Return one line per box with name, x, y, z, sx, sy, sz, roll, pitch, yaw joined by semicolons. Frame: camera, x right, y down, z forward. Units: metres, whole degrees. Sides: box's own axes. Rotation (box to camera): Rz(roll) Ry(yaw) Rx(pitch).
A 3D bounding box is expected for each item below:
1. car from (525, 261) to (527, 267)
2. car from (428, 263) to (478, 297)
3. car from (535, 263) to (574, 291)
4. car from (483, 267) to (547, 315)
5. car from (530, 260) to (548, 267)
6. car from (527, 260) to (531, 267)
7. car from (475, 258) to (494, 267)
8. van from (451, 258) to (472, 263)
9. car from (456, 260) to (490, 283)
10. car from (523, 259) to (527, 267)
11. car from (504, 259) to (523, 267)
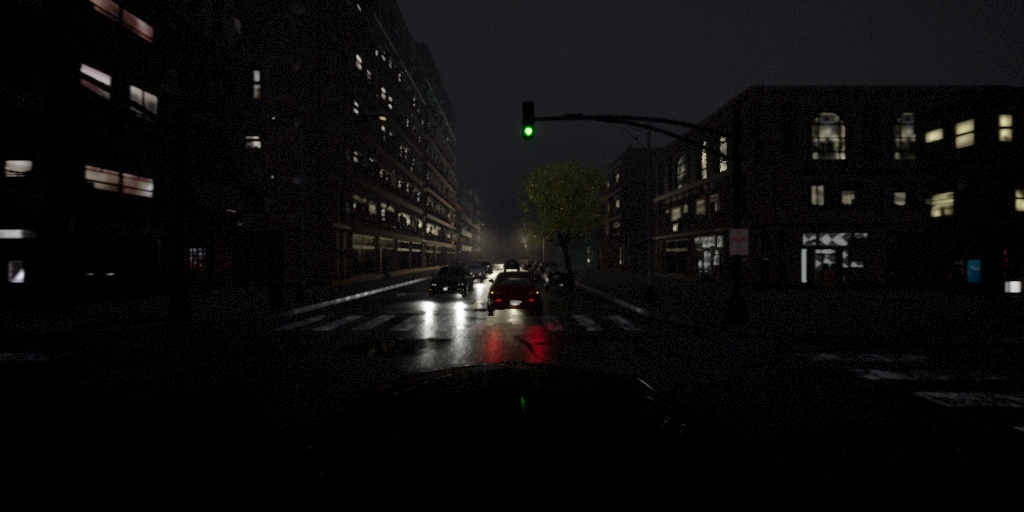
car;2.686;1.400;38.819;1.802;1.307;4.207;0;0;0
car;-3.092;1.282;19.058;1.837;1.490;4.892;0;0;0
car;2.688;1.333;21.728;2.007;1.370;4.403;0;0;0
car;0.086;1.293;13.501;1.812;1.442;4.674;0;0;0
car;2.688;1.234;27.425;1.967;1.591;4.097;0;0;0
car;2.687;1.246;33.121;1.967;1.591;4.097;0;0;0
car;-3.075;1.324;39.417;1.837;1.490;4.892;0;0;0
van;-5.695;1.158;38.819;1.690;1.789;3.998;0;0;0
car;-3.085;1.323;29.000;1.812;1.442;4.674;0;0;0
car;2.685;1.397;50.212;2.007;1.370;4.403;0;0;0
car;-0.005;1.194;48.433;2.097;1.767;4.553;0;0;0
